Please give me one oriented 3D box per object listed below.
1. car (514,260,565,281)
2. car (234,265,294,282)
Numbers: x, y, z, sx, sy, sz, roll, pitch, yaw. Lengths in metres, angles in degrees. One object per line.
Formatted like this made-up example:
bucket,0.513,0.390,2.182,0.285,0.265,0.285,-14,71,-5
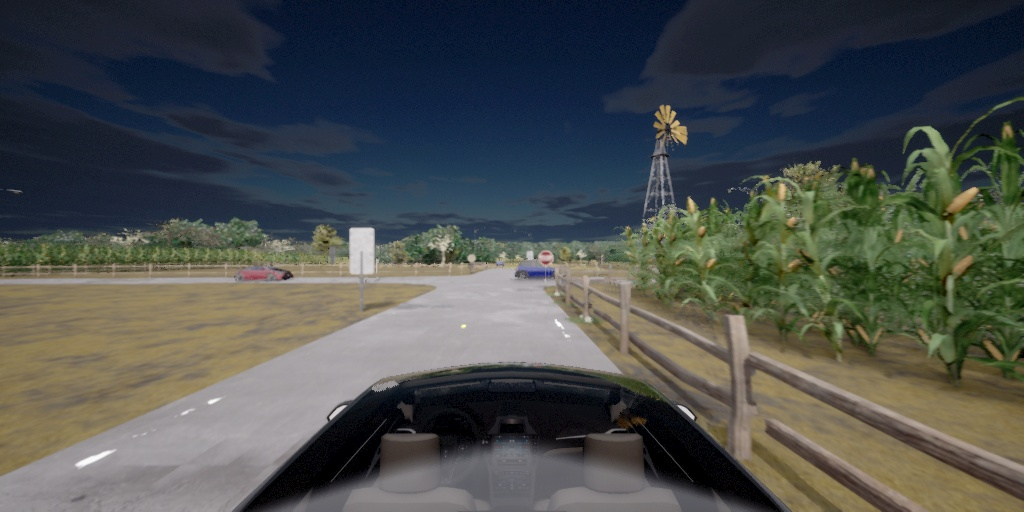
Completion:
car,2.449,1.185,30.491,4.553,1.767,2.097,0,0,0
car,-20.983,1.458,30.435,4.181,1.385,1.994,0,1,0
